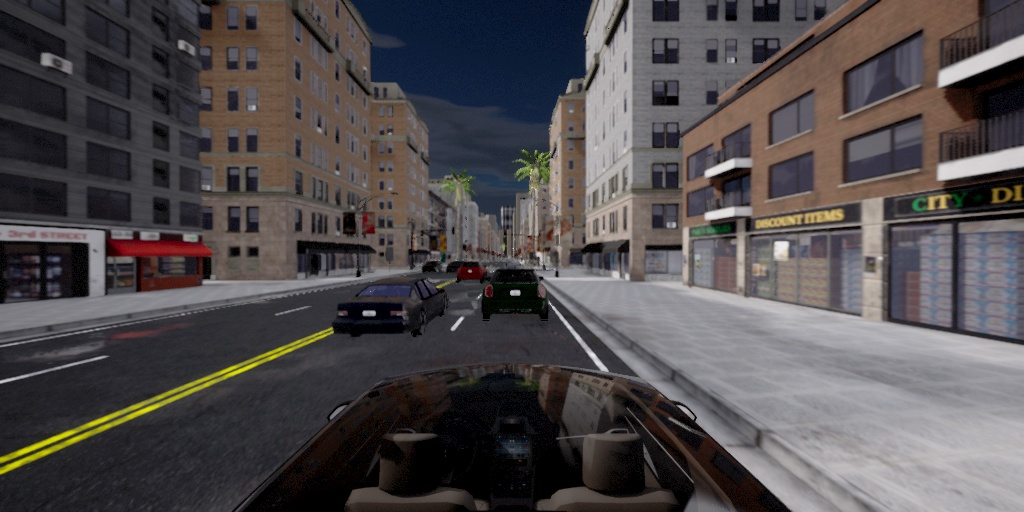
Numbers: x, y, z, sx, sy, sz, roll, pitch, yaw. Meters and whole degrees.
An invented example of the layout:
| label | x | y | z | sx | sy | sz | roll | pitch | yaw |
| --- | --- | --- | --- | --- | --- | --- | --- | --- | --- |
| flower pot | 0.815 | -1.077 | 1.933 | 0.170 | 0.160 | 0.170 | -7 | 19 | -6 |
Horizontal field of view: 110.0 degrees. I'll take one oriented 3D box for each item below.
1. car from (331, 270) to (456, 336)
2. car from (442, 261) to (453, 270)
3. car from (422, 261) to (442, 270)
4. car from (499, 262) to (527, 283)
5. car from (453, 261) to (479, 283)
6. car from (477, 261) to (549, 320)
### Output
| label | x | y | z | sx | sy | sz | roll | pitch | yaw |
| --- | --- | --- | --- | --- | --- | --- | --- | --- | --- |
| car | -3.151 | 1.318 | 10.424 | 2.033 | 1.411 | 5.357 | 0 | 0 | 0 |
| car | -6.567 | 1.336 | 42.585 | 1.882 | 1.535 | 5.008 | 0 | -1 | 0 |
| car | -9.805 | 1.371 | 44.415 | 1.837 | 1.490 | 4.892 | 0 | -1 | 1 |
| car | 0.095 | 1.313 | 29.774 | 2.128 | 1.511 | 4.902 | 0 | 0 | 0 |
| car | -3.156 | 1.171 | 29.029 | 2.097 | 1.767 | 4.553 | 0 | 0 | 0 |
| car | 0.098 | 1.129 | 12.880 | 2.097 | 1.767 | 4.553 | 0 | 0 | 0 |
